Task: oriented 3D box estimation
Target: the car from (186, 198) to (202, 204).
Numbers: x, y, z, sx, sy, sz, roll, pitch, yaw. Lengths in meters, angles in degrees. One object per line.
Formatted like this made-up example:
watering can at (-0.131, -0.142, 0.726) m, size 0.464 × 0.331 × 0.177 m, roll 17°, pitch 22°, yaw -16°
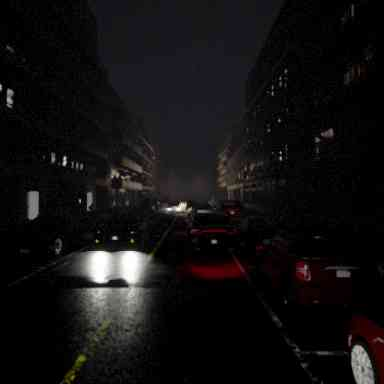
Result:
car at (-0.005, 1.870, 49.535) m, size 2.033 × 1.411 × 5.357 m, roll 0°, pitch 0°, yaw 0°

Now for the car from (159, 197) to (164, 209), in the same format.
car at (-5.693, 1.623, 47.297) m, size 2.192 × 1.841 × 5.009 m, roll 0°, pitch 0°, yaw 0°

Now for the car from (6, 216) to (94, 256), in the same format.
car at (-5.691, 1.657, 13.476) m, size 1.947 × 1.339 × 4.313 m, roll 0°, pitch 0°, yaw 0°

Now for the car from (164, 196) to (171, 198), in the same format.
car at (-5.695, 1.800, 75.478) m, size 2.192 × 1.841 × 5.009 m, roll 0°, pitch 0°, yaw 0°

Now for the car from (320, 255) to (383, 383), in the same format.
car at (2.691, 1.561, 2.202) m, size 1.887 × 1.381 × 4.507 m, roll 0°, pitch 0°, yaw 0°

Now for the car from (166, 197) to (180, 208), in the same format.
car at (-3.069, 1.964, 55.938) m, size 1.895 × 1.301 × 4.718 m, roll 0°, pitch 0°, yaw 0°

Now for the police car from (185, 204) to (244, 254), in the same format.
police car at (0.753, 1.520, 14.079) m, size 1.930 × 1.638 × 5.238 m, roll 0°, pitch 0°, yaw 0°

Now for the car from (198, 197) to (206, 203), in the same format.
car at (2.683, 2.100, 86.746) m, size 1.887 × 1.381 × 4.507 m, roll 0°, pitch 0°, yaw 0°

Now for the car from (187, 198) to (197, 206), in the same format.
car at (-0.006, 1.943, 64.518) m, size 1.812 × 1.442 × 4.674 m, roll 0°, pitch 0°, yaw 0°

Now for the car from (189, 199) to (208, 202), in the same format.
car at (0.897, 1.676, 29.971) m, size 1.882 × 1.535 × 5.008 m, roll 0°, pitch 0°, yaw 0°

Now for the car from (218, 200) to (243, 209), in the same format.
car at (2.690, 1.480, 24.748) m, size 2.192 × 1.841 × 5.009 m, roll 0°, pitch 0°, yaw 0°

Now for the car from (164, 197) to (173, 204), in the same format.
car at (-5.697, 1.960, 81.113) m, size 1.967 × 1.590 × 4.097 m, roll 0°, pitch 0°, yaw 0°

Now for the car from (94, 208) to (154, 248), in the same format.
car at (-3.103, 1.667, 15.301) m, size 1.994 × 1.385 × 4.181 m, roll 0°, pitch 0°, yaw 0°

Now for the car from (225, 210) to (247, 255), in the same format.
car at (2.690, 1.642, 13.474) m, size 2.008 × 1.369 × 4.403 m, roll 0°, pitch 0°, yaw 0°

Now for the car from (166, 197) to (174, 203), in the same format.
car at (-5.697, 2.099, 86.750) m, size 1.887 × 1.381 × 4.507 m, roll 0°, pitch 0°, yaw 0°

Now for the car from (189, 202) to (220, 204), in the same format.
car at (0.832, 1.686, 23.966) m, size 1.812 × 1.442 × 4.674 m, roll 0°, pitch 0°, yaw 0°

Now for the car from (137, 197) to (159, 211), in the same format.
car at (-5.693, 1.713, 41.660) m, size 1.967 × 1.590 × 4.097 m, roll 0°, pitch 0°, yaw 0°

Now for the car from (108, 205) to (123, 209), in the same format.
car at (-5.692, 1.688, 24.580) m, size 1.752 × 1.417 × 4.829 m, roll 0°, pitch 0°, yaw 0°

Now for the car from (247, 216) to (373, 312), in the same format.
car at (2.691, 1.494, 7.839) m, size 1.967 × 1.590 × 4.097 m, roll 0°, pitch 0°, yaw 0°

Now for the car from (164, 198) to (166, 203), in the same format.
car at (-5.695, 1.926, 52.932) m, size 1.802 × 1.307 × 4.206 m, roll 0°, pitch 0°, yaw 0°
